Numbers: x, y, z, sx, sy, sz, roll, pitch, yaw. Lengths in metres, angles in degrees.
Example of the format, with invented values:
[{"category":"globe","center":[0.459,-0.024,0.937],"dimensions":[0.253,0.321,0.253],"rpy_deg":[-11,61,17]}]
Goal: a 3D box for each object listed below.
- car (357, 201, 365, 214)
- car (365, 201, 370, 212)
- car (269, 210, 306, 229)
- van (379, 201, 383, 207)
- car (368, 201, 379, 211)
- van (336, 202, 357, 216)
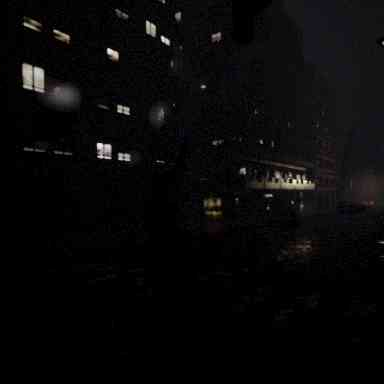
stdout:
[{"category":"car","center":[23.974,2.474,49.637],"dimensions":[1.967,1.590,4.097],"rpy_deg":[-3,-2,35]},{"category":"car","center":[27.227,2.668,54.253],"dimensions":[1.887,1.381,4.507],"rpy_deg":[-3,-2,35]},{"category":"car","center":[7.623,2.111,26.394],"dimensions":[1.752,1.417,4.829],"rpy_deg":[-3,-2,35]},{"category":"van","center":[46.693,3.002,82.007],"dimensions":[1.690,1.788,3.998],"rpy_deg":[-3,-2,35]},{"category":"car","center":[33.724,2.617,63.502],"dimensions":[2.192,1.841,5.009],"rpy_deg":[-3,-2,35]},{"category":"van","center":[20.721,2.286,45.020],"dimensions":[1.690,1.788,3.998],"rpy_deg":[-3,-2,35]}]
